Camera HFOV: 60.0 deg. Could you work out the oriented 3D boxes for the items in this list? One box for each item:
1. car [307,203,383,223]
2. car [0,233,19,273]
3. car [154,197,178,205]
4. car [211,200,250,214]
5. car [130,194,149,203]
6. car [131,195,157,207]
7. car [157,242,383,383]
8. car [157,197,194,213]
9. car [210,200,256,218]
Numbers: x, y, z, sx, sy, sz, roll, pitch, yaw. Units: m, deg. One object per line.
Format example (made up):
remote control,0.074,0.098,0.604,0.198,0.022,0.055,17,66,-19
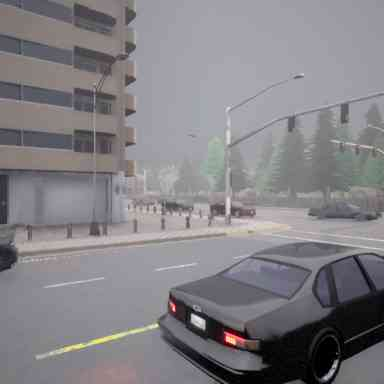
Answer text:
car,12.003,1.585,26.510,2.033,1.411,5.357,0,-1,-45
car,-6.788,1.505,7.728,4.892,1.490,1.837,0,0,-35
car,-4.818,1.603,61.255,2.033,1.411,5.357,0,0,-36
car,4.137,1.619,36.507,1.994,1.385,4.181,0,0,-36
car,-11.033,1.408,69.823,2.097,1.767,4.553,0,0,-36
car,-7.437,1.619,52.597,1.994,1.385,4.181,0,0,-36
car,2.123,1.547,5.296,5.357,1.411,2.033,0,0,-35
car,-1.680,1.533,38.590,1.882,1.535,5.008,0,0,-36
car,3.774,1.533,31.023,1.882,1.535,5.008,0,0,-36
